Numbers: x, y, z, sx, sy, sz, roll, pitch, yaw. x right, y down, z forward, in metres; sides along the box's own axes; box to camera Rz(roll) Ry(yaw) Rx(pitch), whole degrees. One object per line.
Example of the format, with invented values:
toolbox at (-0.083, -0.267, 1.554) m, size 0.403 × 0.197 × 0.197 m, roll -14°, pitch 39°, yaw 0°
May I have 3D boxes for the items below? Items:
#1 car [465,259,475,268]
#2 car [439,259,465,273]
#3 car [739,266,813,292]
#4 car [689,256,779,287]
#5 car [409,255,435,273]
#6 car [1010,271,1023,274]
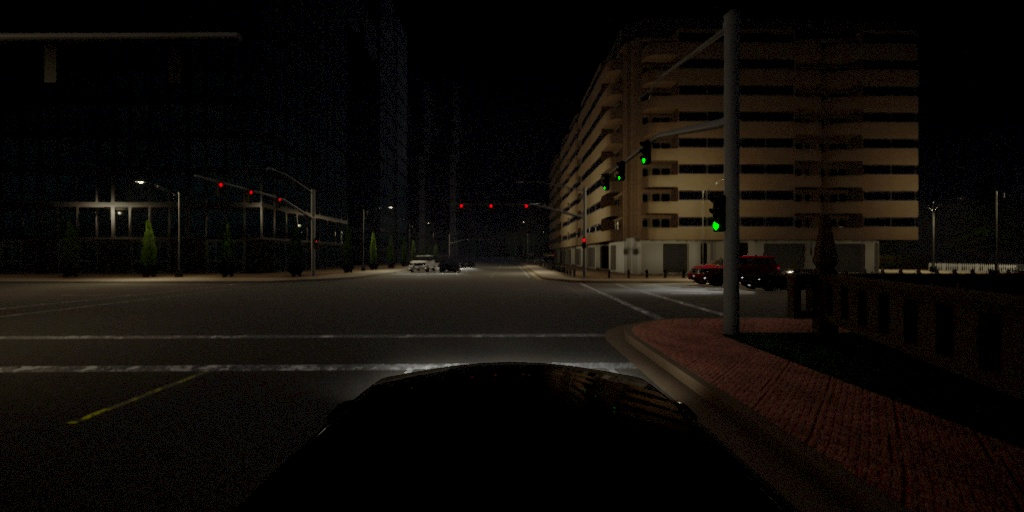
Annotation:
car at (-7.421, 1.192, 60.578) m, size 2.128 × 1.511 × 4.902 m, roll 0°, pitch 0°, yaw 0°
car at (-7.340, 1.262, 42.783) m, size 2.033 × 1.411 × 5.357 m, roll 0°, pitch 0°, yaw 0°
car at (16.044, 1.389, 20.931) m, size 4.718 × 1.301 × 1.895 m, roll 0°, pitch 0°, yaw -1°
car at (15.128, 1.006, 24.422) m, size 5.566 × 2.045 × 2.150 m, roll 0°, pitch 0°, yaw -1°
car at (-10.843, 0.933, 43.655) m, size 2.150 × 2.045 × 5.566 m, roll 0°, pitch 0°, yaw 0°
car at (37.213, 1.310, 24.659) m, size 4.674 × 1.442 × 1.812 m, roll 0°, pitch 0°, yaw -1°
